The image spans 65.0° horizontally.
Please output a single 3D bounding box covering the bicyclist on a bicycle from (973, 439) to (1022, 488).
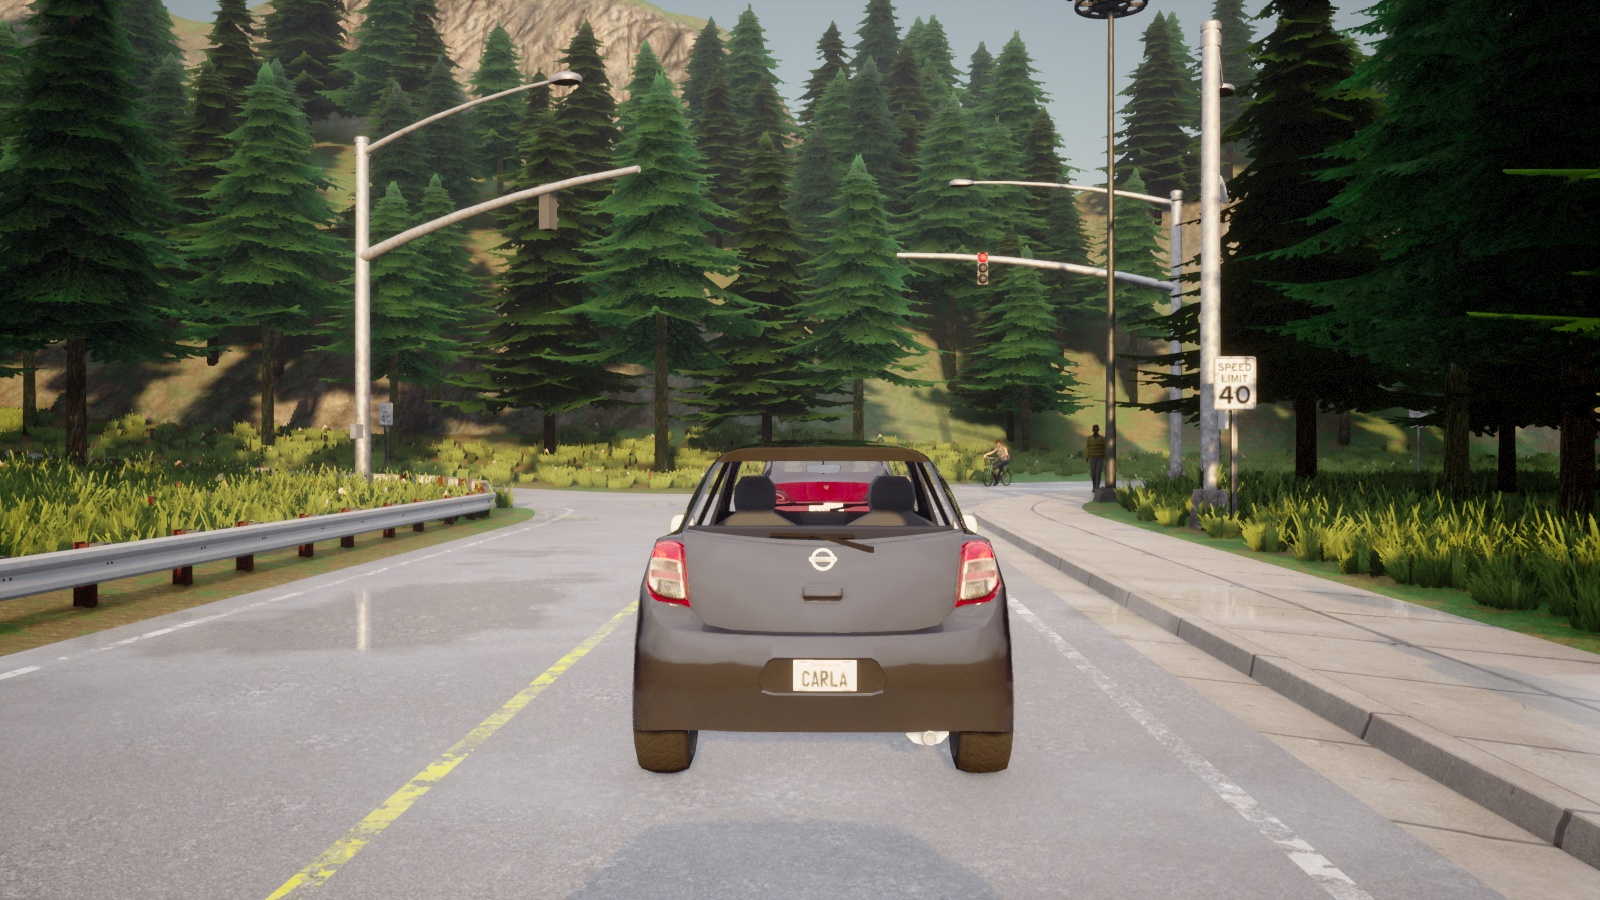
[{"bbox_3d":[6.714,0.447,42.732,1.509,1.612,0.866,0,0,-41],"label":"bicyclist on a bicycle"}]

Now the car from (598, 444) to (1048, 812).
[{"bbox_3d":[0.128,0.721,6.971,1.845,1.501,3.633,0,0,1],"label":"car"}]

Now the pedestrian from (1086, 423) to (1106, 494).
[{"bbox_3d":[7.794,0.228,33.050,0.431,1.840,0.709,0,0,20],"label":"pedestrian"}]
